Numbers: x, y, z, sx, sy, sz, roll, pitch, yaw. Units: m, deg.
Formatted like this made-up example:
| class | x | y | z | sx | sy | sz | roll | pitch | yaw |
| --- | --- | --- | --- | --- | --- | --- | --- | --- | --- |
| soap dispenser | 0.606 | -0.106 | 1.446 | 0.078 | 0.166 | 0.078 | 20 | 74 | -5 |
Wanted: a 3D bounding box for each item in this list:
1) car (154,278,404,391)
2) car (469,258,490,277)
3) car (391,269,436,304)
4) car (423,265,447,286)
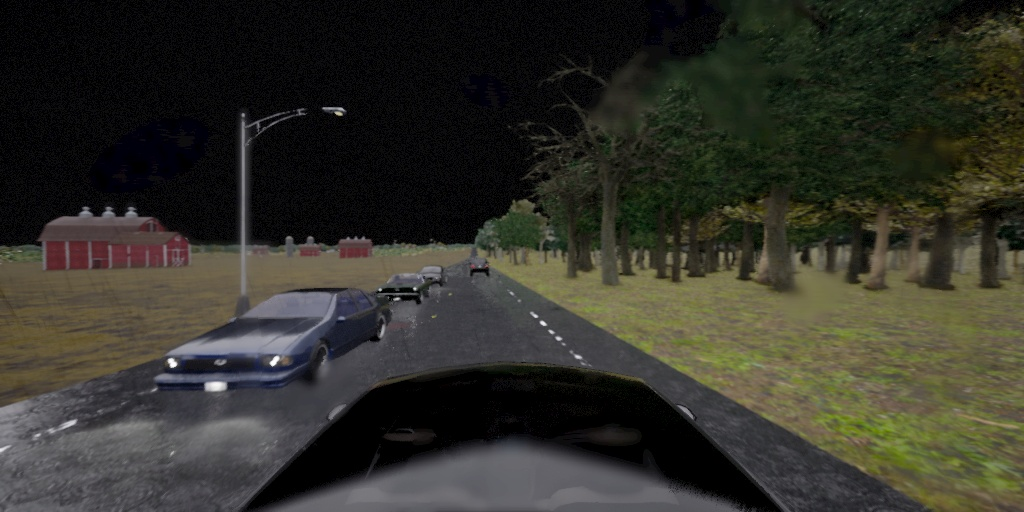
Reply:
| class | x | y | z | sx | sy | sz | roll | pitch | yaw |
| --- | --- | --- | --- | --- | --- | --- | --- | --- | --- |
| car | -4.041 | 1.374 | 7.441 | 2.033 | 1.411 | 5.357 | 0 | 0 | -2 |
| car | -3.728 | 1.253 | 41.273 | 2.150 | 2.045 | 5.566 | 0 | 0 | -6 |
| car | -5.055 | 1.513 | 17.327 | 1.895 | 1.301 | 4.718 | 0 | 0 | -6 |
| car | -6.055 | 1.489 | 27.456 | 1.837 | 1.490 | 4.892 | 0 | 0 | -6 |
